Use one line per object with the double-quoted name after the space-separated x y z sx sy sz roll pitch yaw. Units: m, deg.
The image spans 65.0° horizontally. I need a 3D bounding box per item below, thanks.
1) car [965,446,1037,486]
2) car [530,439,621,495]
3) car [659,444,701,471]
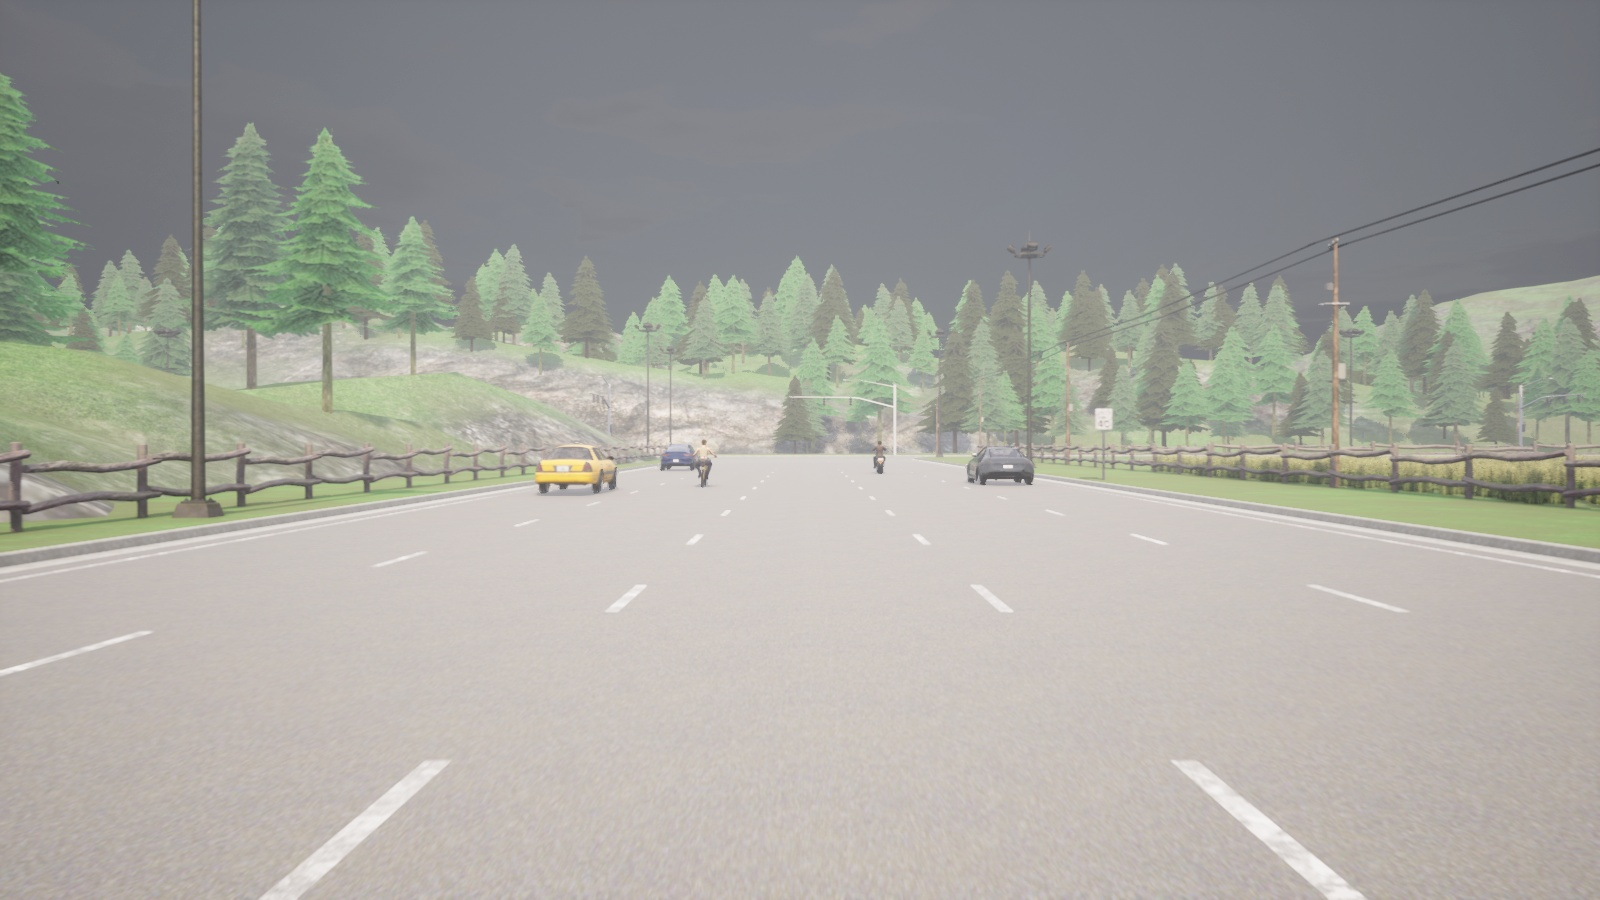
7.274 0.558 45.815 1.994 1.385 4.181 0 0 0 "car"
-6.768 0.464 38.364 1.801 1.575 5.366 0 0 0 "car"
-6.594 0.376 69.313 1.812 1.442 4.674 0 0 0 "car"
